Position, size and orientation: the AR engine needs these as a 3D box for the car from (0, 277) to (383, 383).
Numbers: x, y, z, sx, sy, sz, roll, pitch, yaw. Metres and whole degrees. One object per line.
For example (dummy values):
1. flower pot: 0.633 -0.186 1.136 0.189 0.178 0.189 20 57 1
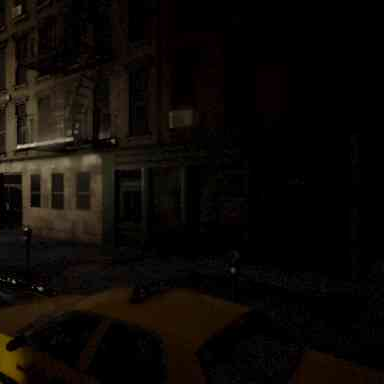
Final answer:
1. car: -0.601 1.524 3.237 4.829 1.417 1.752 0 0 35
